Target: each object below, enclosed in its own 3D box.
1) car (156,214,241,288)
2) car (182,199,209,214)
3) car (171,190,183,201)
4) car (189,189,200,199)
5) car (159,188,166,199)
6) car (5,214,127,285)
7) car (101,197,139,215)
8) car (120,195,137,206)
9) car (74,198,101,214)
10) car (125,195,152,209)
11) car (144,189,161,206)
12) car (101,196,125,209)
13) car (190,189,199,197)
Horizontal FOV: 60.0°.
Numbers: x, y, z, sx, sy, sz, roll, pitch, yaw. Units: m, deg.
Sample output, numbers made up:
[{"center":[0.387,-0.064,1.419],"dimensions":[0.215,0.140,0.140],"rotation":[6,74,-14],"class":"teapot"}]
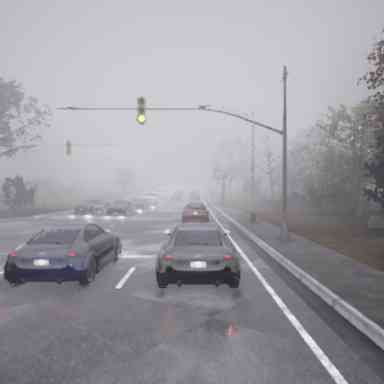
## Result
[{"center":[0.150,1.539,9.224],"dimensions":[1.994,1.385,4.181],"rotation":[0,0,0],"class":"car"},{"center":[0.268,1.494,25.843],"dimensions":[1.994,1.385,4.181],"rotation":[0,0,0],"class":"car"},{"center":[-3.020,0.894,63.989],"dimensions":[1.994,1.385,4.181],"rotation":[0,3,0],"class":"car"},{"center":[0.480,0.684,63.920],"dimensions":[2.097,1.767,4.553],"rotation":[0,3,0],"class":"car"},{"center":[-6.487,0.361,67.952],"dimensions":[2.150,2.045,5.566],"rotation":[0,3,0],"class":"car"},{"center":[-3.350,1.538,9.428],"dimensions":[1.994,1.385,4.181],"rotation":[0,0,0],"class":"car"},{"center":[-6.879,1.460,32.562],"dimensions":[2.033,1.411,5.357],"rotation":[0,0,0],"class":"car"},{"center":[-10.147,1.312,53.614],"dimensions":[1.812,1.442,4.674],"rotation":[0,1,1],"class":"car"},{"center":[-10.342,1.413,33.872],"dimensions":[1.837,1.490,4.892],"rotation":[0,0,3],"class":"car"},{"center":[-6.788,1.433,42.636],"dimensions":[2.033,1.411,5.357],"rotation":[0,0,1],"class":"car"},{"center":[-6.667,1.021,52.911],"dimensions":[2.150,2.045,5.566],"rotation":[0,2,1],"class":"car"},{"center":[-10.277,1.360,43.674],"dimensions":[1.882,1.535,5.008],"rotation":[0,0,1],"class":"car"},{"center":[0.563,0.119,73.957],"dimensions":[1.837,1.490,4.892],"rotation":[0,3,0],"class":"car"}]
